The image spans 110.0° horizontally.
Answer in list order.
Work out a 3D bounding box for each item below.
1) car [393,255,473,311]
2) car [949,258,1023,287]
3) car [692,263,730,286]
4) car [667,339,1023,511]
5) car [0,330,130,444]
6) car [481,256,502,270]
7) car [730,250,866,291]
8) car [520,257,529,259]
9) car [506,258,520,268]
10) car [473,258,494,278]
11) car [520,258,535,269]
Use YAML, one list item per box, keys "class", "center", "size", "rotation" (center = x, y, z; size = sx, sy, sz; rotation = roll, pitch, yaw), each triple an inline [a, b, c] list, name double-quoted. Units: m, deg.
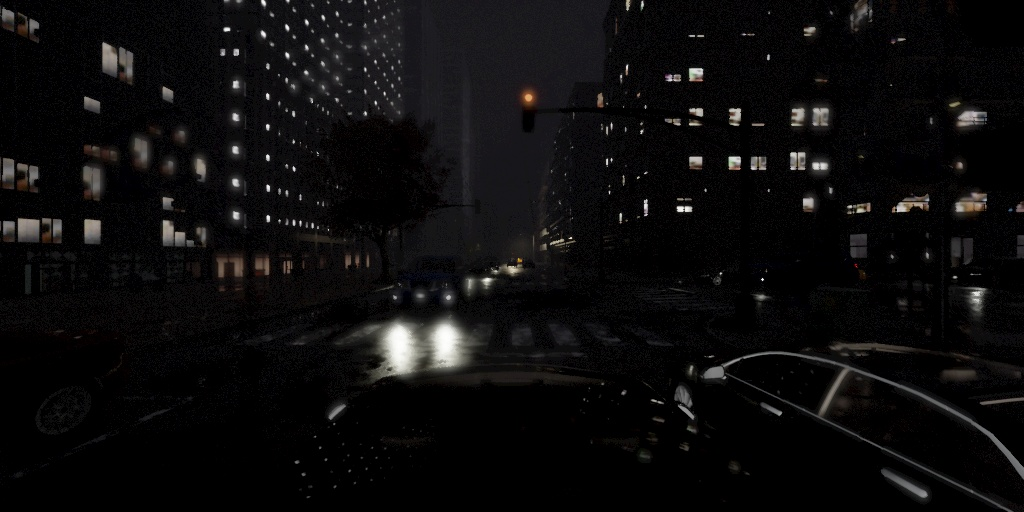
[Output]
- class: "car"
  center: [-3.095, 0.973, 14.812]
  size: [2.150, 2.045, 5.566]
  rotation: [0, 0, 0]
- class: "car"
  center: [26.545, 0.869, 19.544]
  size: [4.892, 1.490, 1.837]
  rotation: [-1, 0, 0]
- class: "car"
  center: [13.444, 1.095, 22.009]
  size: [4.403, 1.370, 2.007]
  rotation: [0, 0, -1]
- class: "car"
  center: [2.689, 1.300, 2.598]
  size: [2.007, 1.370, 4.403]
  rotation: [0, 0, 0]
- class: "car"
  center: [-5.692, 1.295, 2.602]
  size: [1.888, 1.381, 4.507]
  rotation: [0, 0, 0]
- class: "car"
  center: [-3.071, 1.000, 52.564]
  size: [2.150, 2.045, 5.566]
  rotation: [0, 0, 0]
- class: "car"
  center: [15.434, 0.740, 19.440]
  size: [5.566, 2.045, 2.150]
  rotation: [-1, 0, -1]
- class: "car"
  center: [2.718, 1.316, 62.769]
  size: [1.751, 1.417, 4.829]
  rotation: [0, 0, 0]
- class: "car"
  center: [0.028, 1.285, 64.309]
  size: [2.128, 1.511, 4.902]
  rotation: [0, 0, 0]
- class: "car"
  center: [-3.086, 1.242, 34.856]
  size: [1.882, 1.535, 5.008]
  rotation: [0, 0, 0]
- class: "car"
  center: [2.716, 1.350, 57.077]
  size: [1.948, 1.339, 4.313]
  rotation: [0, 0, 0]
